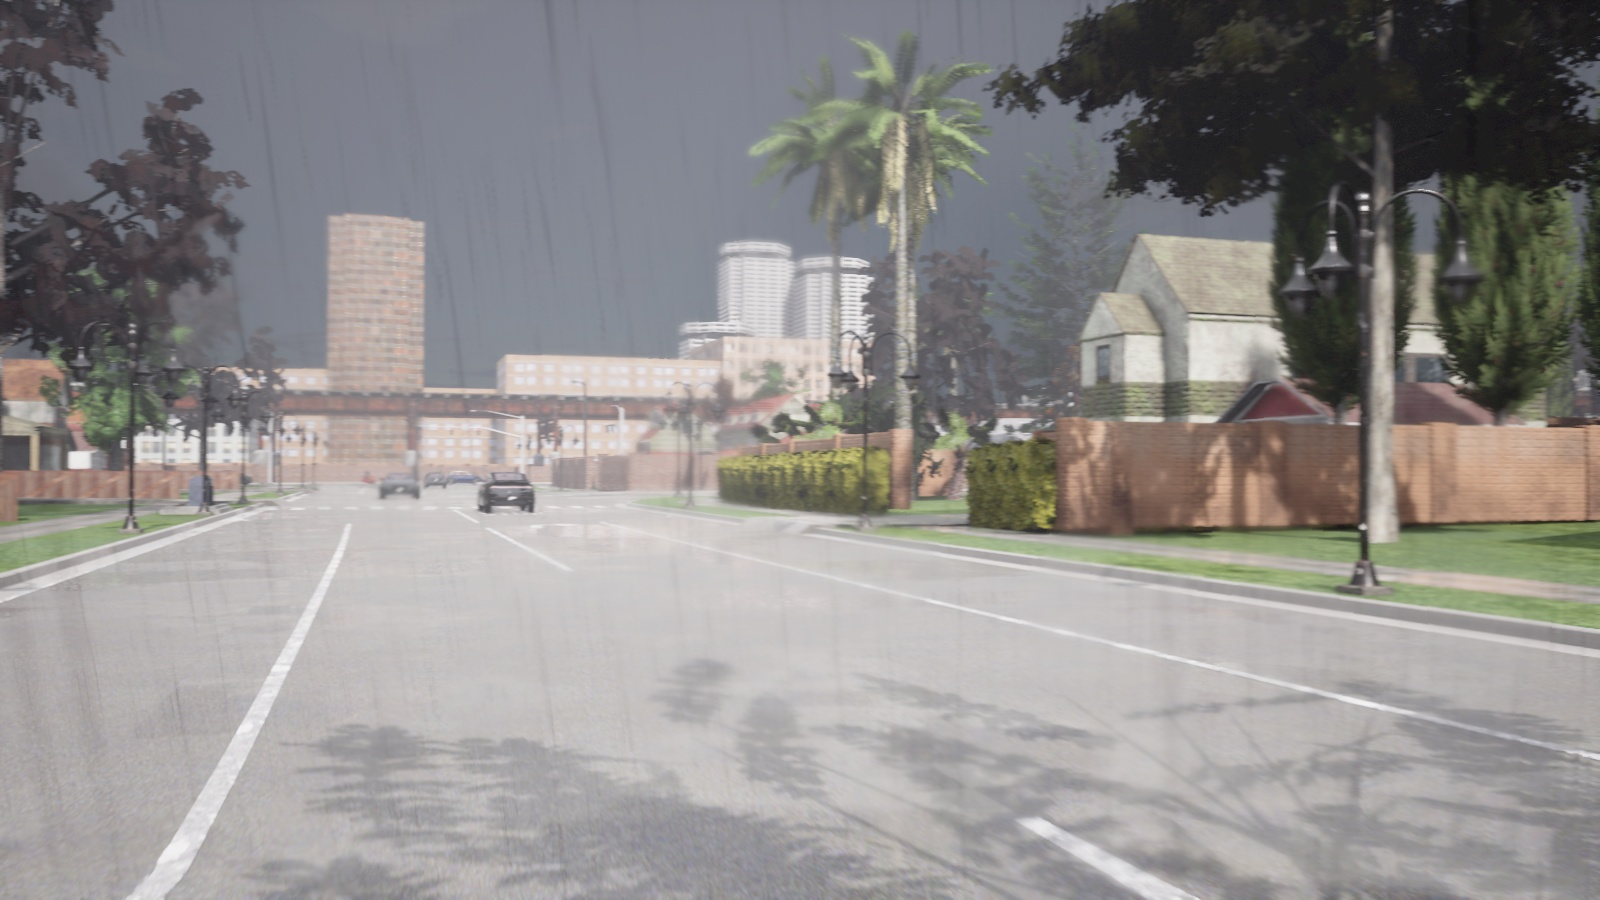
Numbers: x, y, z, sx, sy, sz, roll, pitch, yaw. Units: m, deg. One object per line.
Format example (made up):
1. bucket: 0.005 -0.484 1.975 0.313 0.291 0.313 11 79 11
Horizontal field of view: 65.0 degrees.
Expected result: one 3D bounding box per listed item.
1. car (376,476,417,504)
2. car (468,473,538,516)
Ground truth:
1. car: -21.451 2.097 66.609 1.994 1.385 4.181 0 -1 -19
2. car: -11.329 1.638 47.612 2.128 1.511 4.902 0 -1 -19
